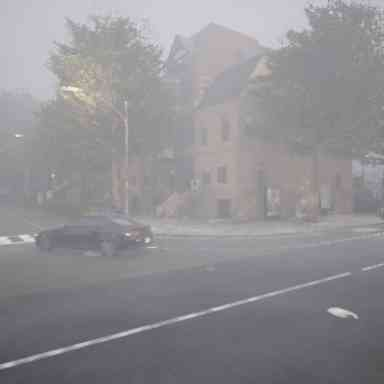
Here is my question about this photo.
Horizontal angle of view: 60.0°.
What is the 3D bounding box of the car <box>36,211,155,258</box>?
[{"bbox_3d":[-3.651,1.514,12.471,4.674,1.442,1.812,0,1,23],"label":"car"}]
